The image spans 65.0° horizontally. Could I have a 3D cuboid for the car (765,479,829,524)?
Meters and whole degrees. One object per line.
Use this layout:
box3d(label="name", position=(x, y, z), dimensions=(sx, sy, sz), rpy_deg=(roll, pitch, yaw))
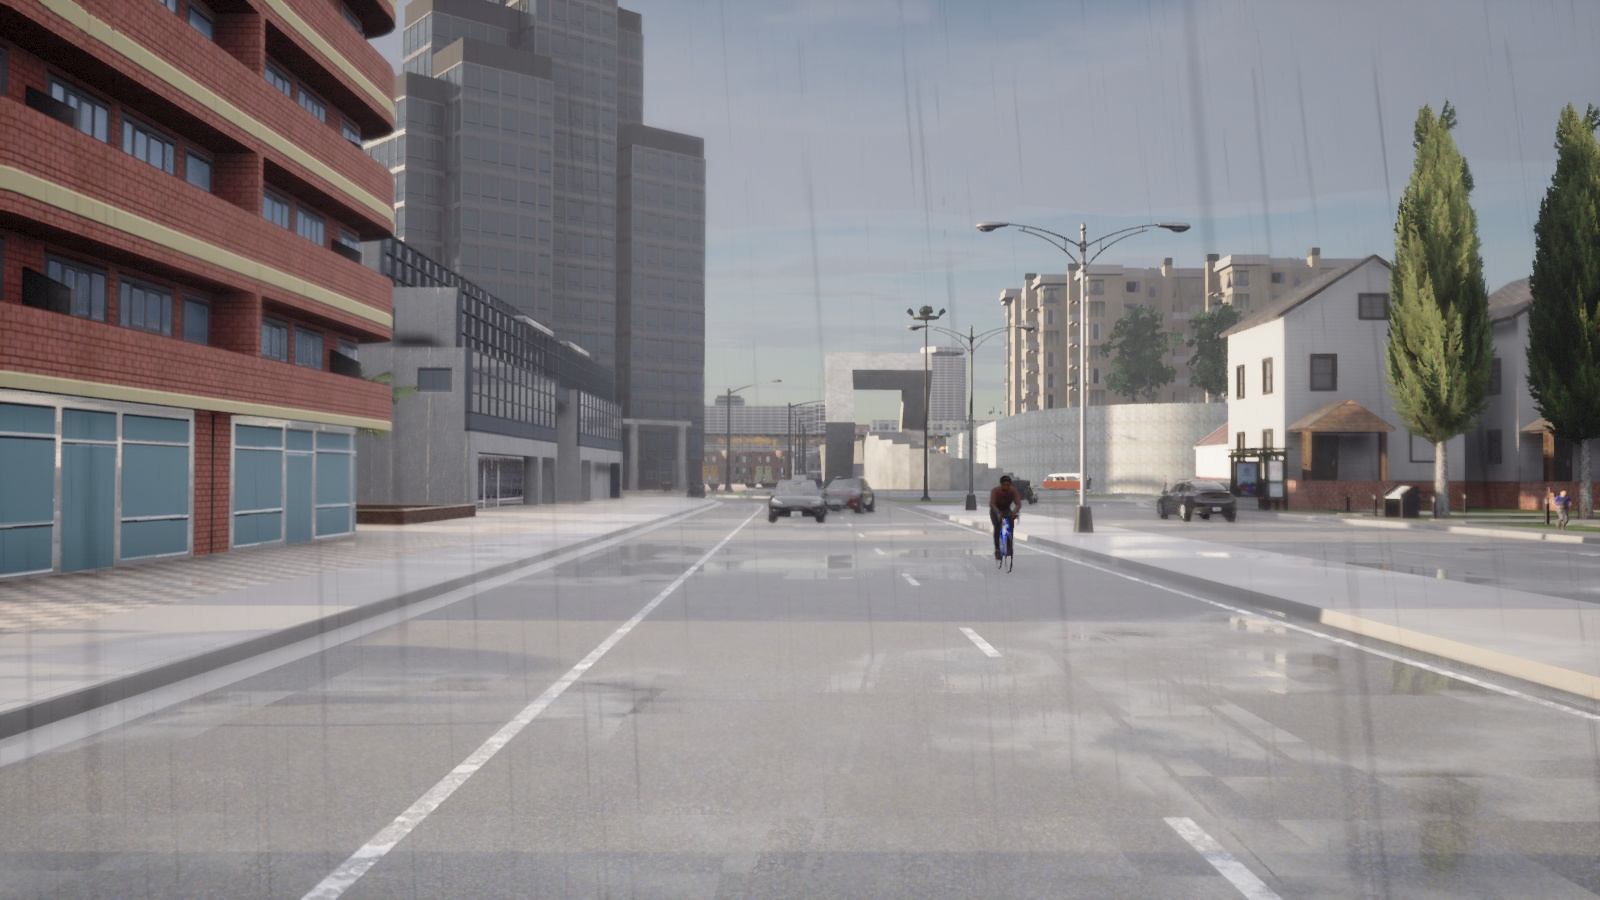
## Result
box3d(label="car", position=(-0.103, 1.791, 44.631), dimensions=(2.163, 1.488, 4.792), rpy_deg=(0, -1, 0))

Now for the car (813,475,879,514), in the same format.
box3d(label="car", position=(2.108, 1.957, 55.948), dimensions=(2.033, 1.649, 4.856), rpy_deg=(-1, -1, 13))

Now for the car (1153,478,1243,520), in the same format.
box3d(label="car", position=(14.891, 1.791, 47.259), dimensions=(1.837, 1.490, 4.892), rpy_deg=(0, -1, 0))

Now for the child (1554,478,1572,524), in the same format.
box3d(label="child", position=(21.359, 1.424, 35.164), dimensions=(0.270, 1.263, 0.437), rpy_deg=(0, -1, 7))

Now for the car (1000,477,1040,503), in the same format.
box3d(label="car", position=(13.621, 2.428, 77.631), dimensions=(1.882, 1.535, 5.008), rpy_deg=(-1, -1, 16))

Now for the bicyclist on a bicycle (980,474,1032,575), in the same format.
box3d(label="bicyclist on a bicycle", position=(3.451, 1.220, 21.128), dimensions=(0.582, 1.620, 1.656), rpy_deg=(0, -1, 0))

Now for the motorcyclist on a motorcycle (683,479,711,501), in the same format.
box3d(label="motorcyclist on a motorcycle", position=(-7.375, 2.830, 89.592), dimensions=(0.866, 1.530, 2.191), rpy_deg=(1, -2, -41))
